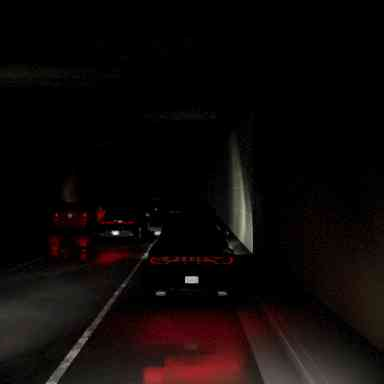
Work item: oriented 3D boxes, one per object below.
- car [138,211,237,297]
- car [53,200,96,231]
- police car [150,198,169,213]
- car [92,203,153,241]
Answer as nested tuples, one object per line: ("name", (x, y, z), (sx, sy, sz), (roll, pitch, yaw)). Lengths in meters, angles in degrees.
("car", (-0.006, 1.477, 8.650), (1.882, 1.535, 5.008), (0, 0, 0))
("car", (-6.796, 1.352, 20.668), (2.097, 1.767, 4.553), (0, 0, 0))
("police car", (-3.395, 1.425, 33.949), (1.930, 1.638, 5.238), (0, 0, 0))
("car", (-3.295, 1.505, 16.756), (1.837, 1.490, 4.892), (0, 0, 0))
